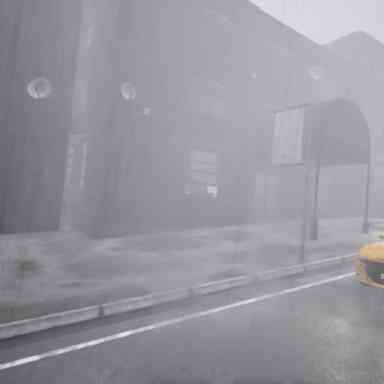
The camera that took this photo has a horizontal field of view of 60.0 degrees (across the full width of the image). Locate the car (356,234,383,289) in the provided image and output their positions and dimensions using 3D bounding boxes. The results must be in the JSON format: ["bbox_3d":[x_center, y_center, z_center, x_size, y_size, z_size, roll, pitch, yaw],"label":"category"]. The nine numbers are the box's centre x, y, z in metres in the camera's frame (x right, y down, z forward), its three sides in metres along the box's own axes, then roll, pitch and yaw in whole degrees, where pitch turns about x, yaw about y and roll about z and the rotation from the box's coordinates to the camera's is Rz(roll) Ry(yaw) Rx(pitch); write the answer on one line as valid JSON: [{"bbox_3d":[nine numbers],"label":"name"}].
[{"bbox_3d":[6.069,1.492,8.313,5.008,1.535,1.882,0,0,-35],"label":"car"}]
